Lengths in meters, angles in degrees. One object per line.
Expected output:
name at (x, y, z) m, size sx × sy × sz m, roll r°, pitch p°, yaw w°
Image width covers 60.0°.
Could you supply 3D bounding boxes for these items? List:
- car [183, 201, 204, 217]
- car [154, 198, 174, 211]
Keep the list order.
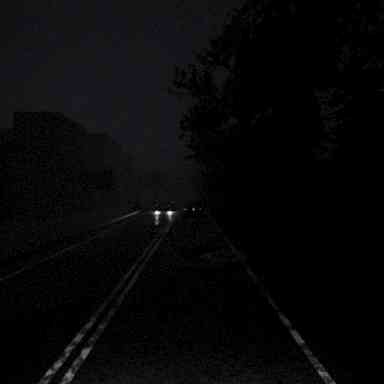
car at (0.131, 1.542, 31.514) m, size 2.033 × 1.411 × 5.357 m, roll 0°, pitch 0°, yaw 0°
car at (-3.301, 1.515, 39.875) m, size 1.812 × 1.442 × 4.674 m, roll 0°, pitch 0°, yaw 0°
